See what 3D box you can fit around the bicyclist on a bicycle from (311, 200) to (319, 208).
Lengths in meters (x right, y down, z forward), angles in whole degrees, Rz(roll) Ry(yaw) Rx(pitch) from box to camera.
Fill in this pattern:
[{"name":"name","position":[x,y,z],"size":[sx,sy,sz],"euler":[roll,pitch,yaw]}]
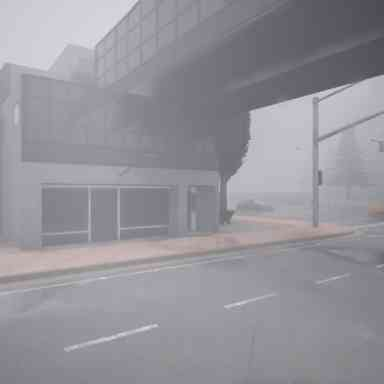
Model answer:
[{"name":"bicyclist on a bicycle","position":[15.798,1.301,42.754],"size":[1.656,1.620,0.582],"euler":[0,0,-36]}]

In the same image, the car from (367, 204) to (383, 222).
[{"name":"car","position":[15.864,1.477,24.820],"size":[1.882,1.535,5.008],"euler":[0,0,-44]}]

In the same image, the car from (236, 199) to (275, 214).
[{"name":"car","position":[6.854,1.525,36.388],"size":[1.812,1.442,4.674],"euler":[0,0,-36]}]
